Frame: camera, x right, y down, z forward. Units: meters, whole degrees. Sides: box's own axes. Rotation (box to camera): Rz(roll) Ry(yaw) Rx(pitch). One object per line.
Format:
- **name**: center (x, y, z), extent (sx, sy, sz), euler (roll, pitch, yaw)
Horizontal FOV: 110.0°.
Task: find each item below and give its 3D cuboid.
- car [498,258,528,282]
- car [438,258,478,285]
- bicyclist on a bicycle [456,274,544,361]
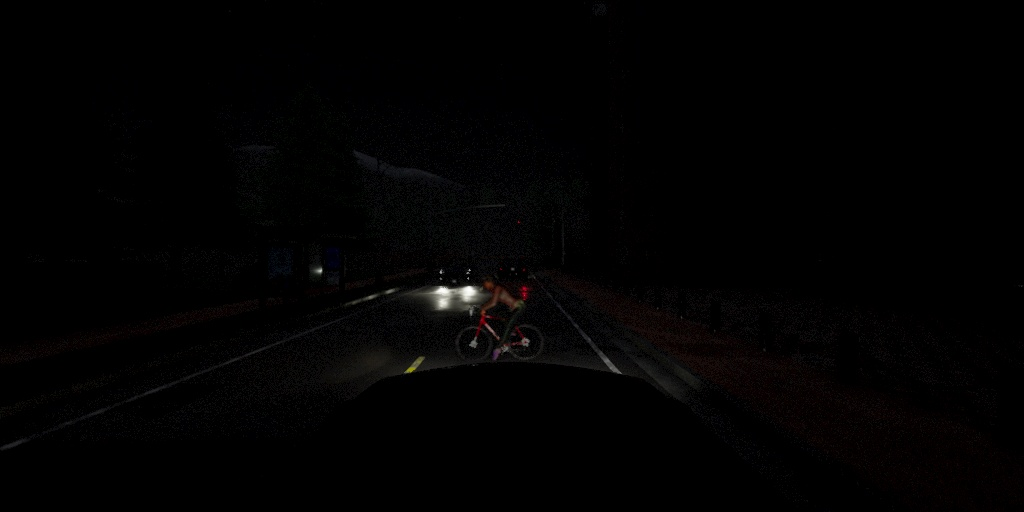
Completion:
- **car**: center (0.070, 0.897, 26.501), extent (2.097, 1.767, 4.553), euler (0, 0, 0)
- **car**: center (-3.450, 0.920, 23.751), extent (2.097, 1.767, 4.553), euler (0, 1, 0)
- **bicyclist on a bicycle**: center (-0.243, 1.158, 6.652), extent (1.656, 1.620, 0.582), euler (-2, 0, 0)
